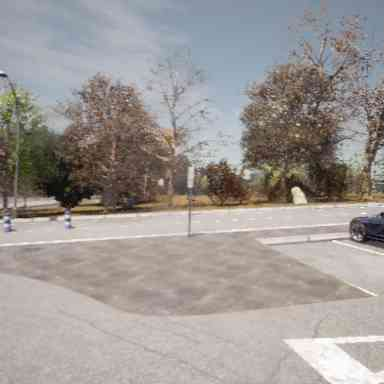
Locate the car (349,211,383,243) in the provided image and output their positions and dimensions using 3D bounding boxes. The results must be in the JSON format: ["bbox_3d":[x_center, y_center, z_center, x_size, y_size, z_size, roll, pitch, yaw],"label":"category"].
[{"bbox_3d":[6.975,1.038,10.092,2.163,1.488,4.792,-2,2,-14],"label":"car"}]
